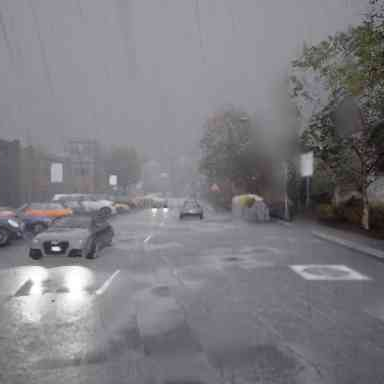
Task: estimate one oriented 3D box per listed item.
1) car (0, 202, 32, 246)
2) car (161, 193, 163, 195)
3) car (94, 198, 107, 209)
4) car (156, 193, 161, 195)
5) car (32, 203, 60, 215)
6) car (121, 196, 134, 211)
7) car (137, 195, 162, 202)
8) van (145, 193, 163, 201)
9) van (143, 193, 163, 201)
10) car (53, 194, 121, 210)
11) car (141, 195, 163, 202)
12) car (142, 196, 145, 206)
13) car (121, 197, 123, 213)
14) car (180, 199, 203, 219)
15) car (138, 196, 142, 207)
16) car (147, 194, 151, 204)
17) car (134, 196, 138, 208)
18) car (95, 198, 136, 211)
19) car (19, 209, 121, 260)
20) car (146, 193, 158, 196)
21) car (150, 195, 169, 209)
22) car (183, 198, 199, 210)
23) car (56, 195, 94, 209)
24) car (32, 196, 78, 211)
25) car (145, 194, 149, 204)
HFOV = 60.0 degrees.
[{"bbox_3d":[-9.493,1.344,14.017,4.553,1.767,2.185,-1,0,-20],"label":"car"},{"bbox_3d":[-9.358,1.521,68.121,5.366,1.575,1.946,-1,0,-20],"label":"car"},{"bbox_3d":[-9.439,1.490,26.050,4.792,1.488,2.163,-1,0,-20],"label":"car"},{"bbox_3d":[-9.343,1.513,65.119,5.366,1.575,1.946,-1,0,-20],"label":"car"},{"bbox_3d":[-9.463,1.507,17.026,4.674,1.452,2.002,-1,0,-20],"label":"car"},{"bbox_3d":[-9.290,1.457,35.109,5.366,1.575,1.946,-1,0,-20],"label":"car"},{"bbox_3d":[-9.765,1.540,77.005,5.366,1.575,1.946,-1,0,-20],"label":"car"},{"bbox_3d":[-9.810,1.229,86.018,4.442,1.987,1.878,-1,1,-21],"label":"van"},{"bbox_3d":[-9.774,1.261,83.018,4.442,1.987,1.878,-1,1,-21],"label":"van"},{"bbox_3d":[-9.442,1.208,29.050,5.566,2.045,2.435,-1,0,-20],"label":"car"},{"bbox_3d":[-9.633,1.516,80.074,5.008,1.535,2.097,-1,0,-21],"label":"car"},{"bbox_3d":[-9.500,1.351,47.042,4.553,1.767,2.185,-1,0,-20],"label":"car"},{"bbox_3d":[-9.436,1.490,32.051,4.792,1.488,2.163,-1,0,-20],"label":"car"},{"bbox_3d":[-0.054,1.538,29.264,1.994,1.385,4.181,0,0,0],"label":"car"},{"bbox_3d":[-9.498,1.346,44.041,4.553,1.767,2.185,-1,0,-20],"label":"car"},{"bbox_3d":[-9.478,1.529,53.053,4.674,1.452,2.002,-1,0,-20],"label":"car"},{"bbox_3d":[-9.453,1.213,38.066,5.566,2.045,2.435,-1,0,-20],"label":"car"},{"bbox_3d":[-9.460,1.508,41.044,4.674,1.452,2.002,-1,0,-20],"label":"car"},{"bbox_3d":[-4.165,1.549,12.171,1.994,1.385,4.181,0,0,0],"label":"car"},{"bbox_3d":[-9.511,1.512,62.054,4.892,1.521,2.231,-1,0,-20],"label":"car"},{"bbox_3d":[-4.236,1.512,45.202,1.812,1.442,4.674,0,0,0],"label":"car"},{"bbox_3d":[-0.153,1.547,43.058,1.994,1.385,4.181,0,0,0],"label":"car"},{"bbox_3d":[-9.433,1.336,23.035,4.553,1.767,2.185,-1,0,-20],"label":"car"},{"bbox_3d":[-9.432,1.338,20.034,4.553,1.767,2.185,-1,0,-20],"label":"car"},{"bbox_3d":[-9.443,1.511,50.062,4.792,1.488,2.163,-1,0,-20],"label":"car"}]
